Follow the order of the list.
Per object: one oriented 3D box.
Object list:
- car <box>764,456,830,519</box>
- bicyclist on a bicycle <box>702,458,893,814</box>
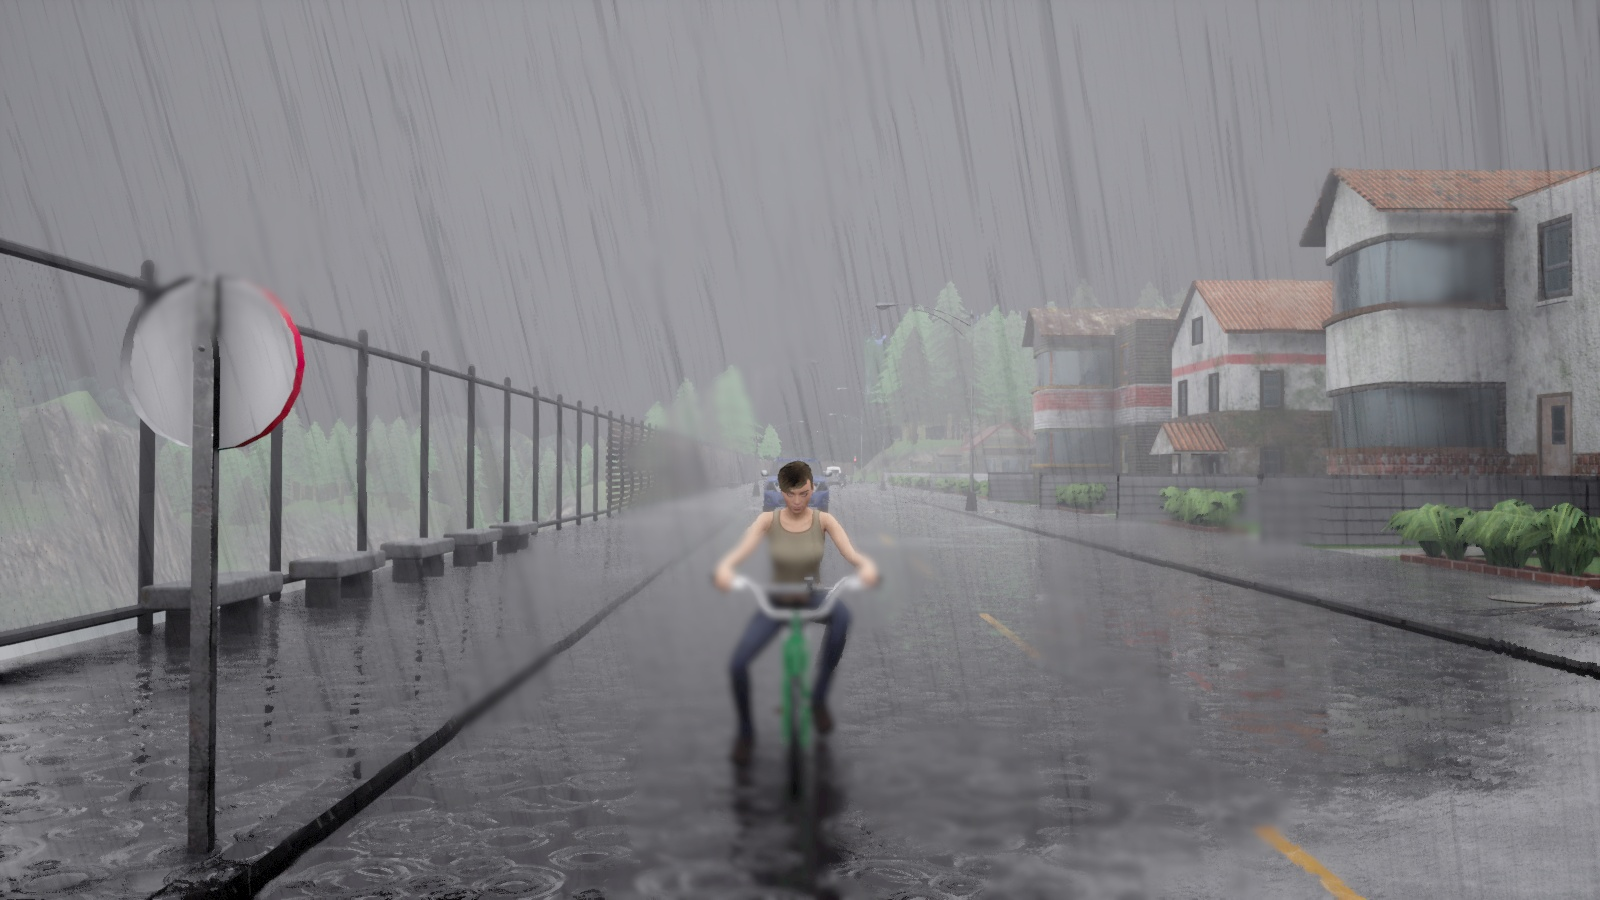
[{"bbox_3d":[-0.107,1.258,43.570,2.150,2.045,5.566,0,-1,0],"label":"car"},{"bbox_3d":[-0.011,0.859,6.480,0.866,1.612,1.509,0,-1,0],"label":"bicyclist on a bicycle"}]
